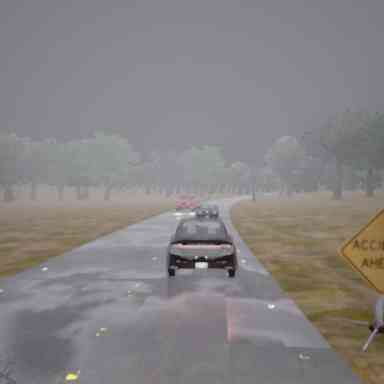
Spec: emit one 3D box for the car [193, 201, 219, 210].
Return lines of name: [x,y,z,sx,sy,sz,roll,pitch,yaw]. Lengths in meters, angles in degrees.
car: [1.451,1.689,29.315,1.895,1.301,4.718,0,0,5]

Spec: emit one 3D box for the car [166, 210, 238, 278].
car: [0.302,1.532,10.322,2.128,1.511,4.902,0,0,2]

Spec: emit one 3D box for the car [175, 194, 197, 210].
car: [-0.600,1.286,40.481,2.150,2.045,5.566,0,0,7]

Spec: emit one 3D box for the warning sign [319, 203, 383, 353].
warning sign: [2.718,1.137,4.787,1.300,1.860,1.060,2,1,1]
